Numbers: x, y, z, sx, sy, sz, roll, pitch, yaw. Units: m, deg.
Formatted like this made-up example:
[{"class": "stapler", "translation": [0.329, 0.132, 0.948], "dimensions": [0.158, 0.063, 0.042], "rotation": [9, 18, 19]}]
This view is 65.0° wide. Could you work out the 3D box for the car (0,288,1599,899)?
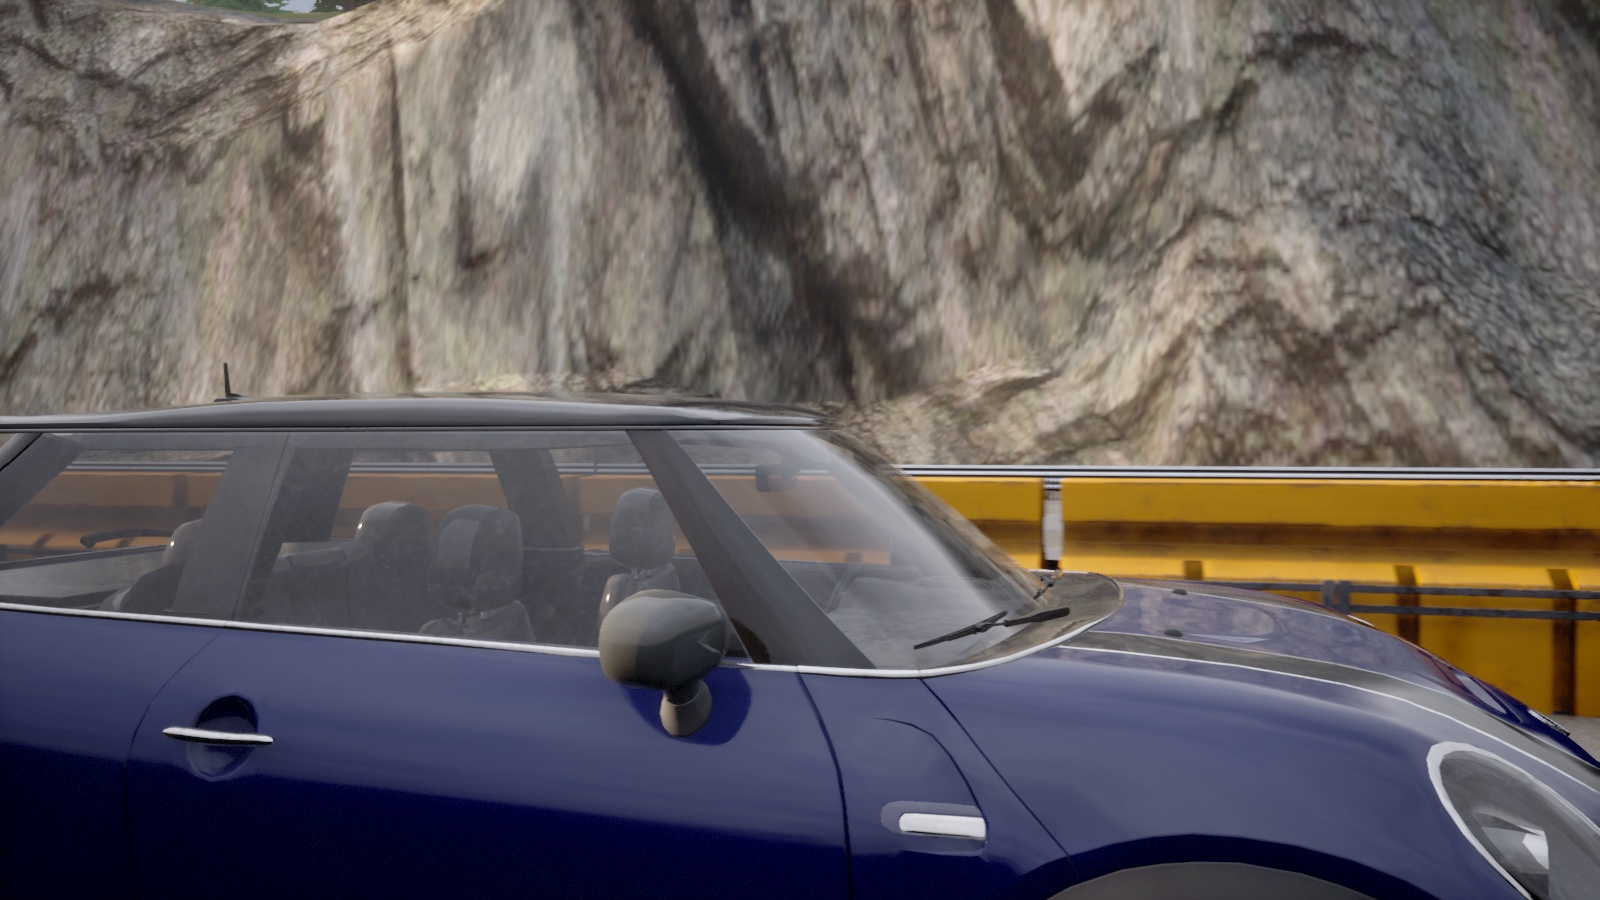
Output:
[{"class": "car", "translation": [-0.326, 0.630, 3.302], "dimensions": [4.553, 1.767, 2.097], "rotation": [1, 1, 18]}]
